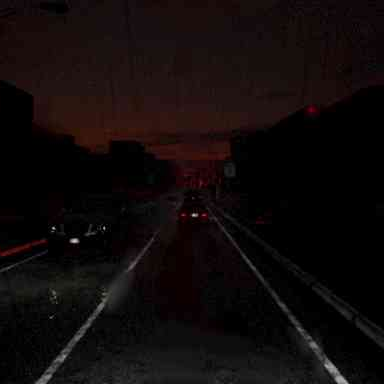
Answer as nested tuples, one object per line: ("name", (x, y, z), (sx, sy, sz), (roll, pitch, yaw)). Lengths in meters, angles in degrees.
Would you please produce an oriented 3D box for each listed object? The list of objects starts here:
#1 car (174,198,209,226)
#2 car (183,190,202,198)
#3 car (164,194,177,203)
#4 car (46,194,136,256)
("car", (0.103, 1.342, 21.290), (2.033, 1.411, 5.357), (0, 1, 0))
("car", (0.071, 0.799, 41.584), (2.150, 2.045, 5.566), (0, 1, -1))
("car", (-3.505, 1.057, 55.023), (1.895, 1.301, 4.718), (0, 0, 1))
("car", (-3.596, 1.110, 12.954), (2.150, 2.045, 5.566), (0, 1, 0))
